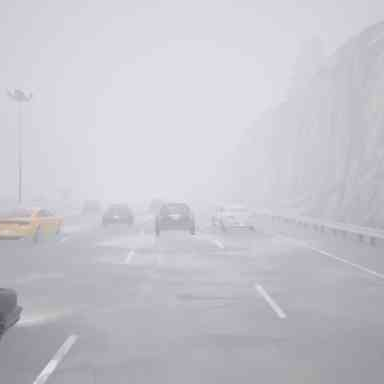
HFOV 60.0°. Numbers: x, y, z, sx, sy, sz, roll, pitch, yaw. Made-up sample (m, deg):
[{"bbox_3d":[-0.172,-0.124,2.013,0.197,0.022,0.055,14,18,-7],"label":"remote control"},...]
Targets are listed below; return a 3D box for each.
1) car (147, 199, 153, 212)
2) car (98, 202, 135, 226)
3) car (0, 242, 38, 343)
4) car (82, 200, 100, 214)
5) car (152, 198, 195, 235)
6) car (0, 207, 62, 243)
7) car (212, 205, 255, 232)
[{"bbox_3d":[-3.959,1.452,37.775,1.837,1.490,4.892,0,0,-12],"label":"car"},{"bbox_3d":[-5.056,1.537,23.169,1.994,1.385,4.181,0,0,-7],"label":"car"},{"bbox_3d":[-3.481,1.550,2.646,2.033,1.411,5.357,0,0,-1],"label":"car"},{"bbox_3d":[-10.638,1.512,35.746,2.033,1.411,5.357,0,0,-11],"label":"car"},{"bbox_3d":[-1.045,1.323,18.974,2.097,1.767,4.553,0,0,-6],"label":"car"},{"bbox_3d":[-7.769,1.468,15.995,1.882,1.535,5.008,0,0,-5],"label":"car"},{"bbox_3d":[2.396,1.488,19.824,1.812,1.442,4.674,0,0,-6],"label":"car"}]
